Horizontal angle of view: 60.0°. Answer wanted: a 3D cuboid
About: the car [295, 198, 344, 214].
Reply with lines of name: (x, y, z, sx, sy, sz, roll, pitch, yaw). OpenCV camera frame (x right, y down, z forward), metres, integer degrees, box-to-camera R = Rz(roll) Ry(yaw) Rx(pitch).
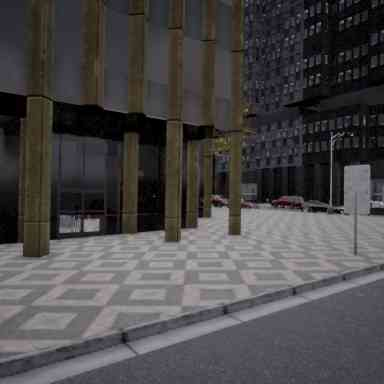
car: (13.161, 1.540, 33.817, 1.947, 1.339, 4.313, 1, -1, -35)

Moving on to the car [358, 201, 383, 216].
car: (16.351, 1.518, 29.321, 2.008, 1.369, 4.403, 1, -1, -35)

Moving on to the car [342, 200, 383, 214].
car: (20.107, 1.709, 38.756, 2.008, 1.369, 4.403, 1, -1, -35)

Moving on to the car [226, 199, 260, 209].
car: (6.780, 1.571, 42.809, 1.802, 1.307, 4.206, 1, -1, -35)

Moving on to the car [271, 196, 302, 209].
car: (13.732, 1.488, 47.750, 2.192, 1.841, 5.009, 1, -1, -35)

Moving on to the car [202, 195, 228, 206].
car: (4.163, 1.512, 61.239, 2.192, 1.841, 5.009, 1, -1, -35)

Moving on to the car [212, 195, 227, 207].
car: (3.595, 1.312, 47.309, 2.192, 1.841, 5.009, 1, -1, -35)
